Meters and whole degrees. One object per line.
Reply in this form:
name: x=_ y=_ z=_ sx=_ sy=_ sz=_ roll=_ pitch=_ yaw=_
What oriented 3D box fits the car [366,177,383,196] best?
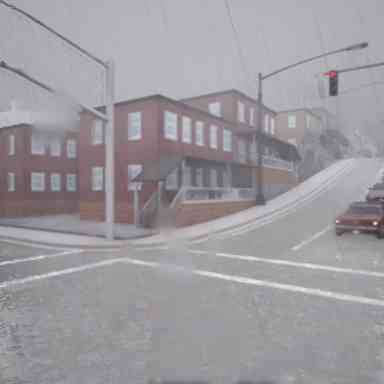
car: x=13.335 y=0.080 z=23.086 sx=1.994 sy=1.385 sz=4.181 roll=0 pitch=9 yaw=36

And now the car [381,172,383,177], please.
car: x=18.961 y=-1.811 z=31.027 sx=2.033 sy=1.411 sz=5.357 roll=0 pitch=12 yaw=35

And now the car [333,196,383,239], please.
car: x=8.102 y=1.189 z=15.705 sx=1.895 sy=1.301 sz=4.718 roll=0 pitch=5 yaw=35
